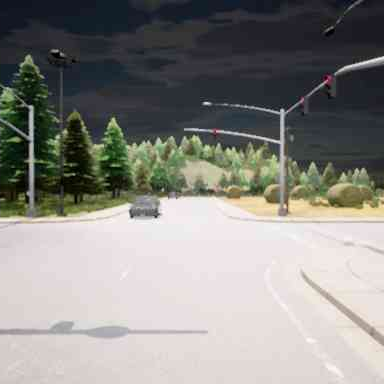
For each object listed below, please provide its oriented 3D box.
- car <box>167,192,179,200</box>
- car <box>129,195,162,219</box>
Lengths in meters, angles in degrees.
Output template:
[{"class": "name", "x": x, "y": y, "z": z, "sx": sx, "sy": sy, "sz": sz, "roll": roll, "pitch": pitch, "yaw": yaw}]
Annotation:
[{"class": "car", "x": -3.463, "y": 0.676, "z": 61.774, "sx": 1.812, "sy": 1.442, "sz": 4.674, "roll": 0, "pitch": 1, "yaw": 0}, {"class": "car", "x": -3.485, "y": 1.004, "z": 25.541, "sx": 2.097, "sy": 1.767, "sz": 4.553, "roll": 0, "pitch": 0, "yaw": 0}]
